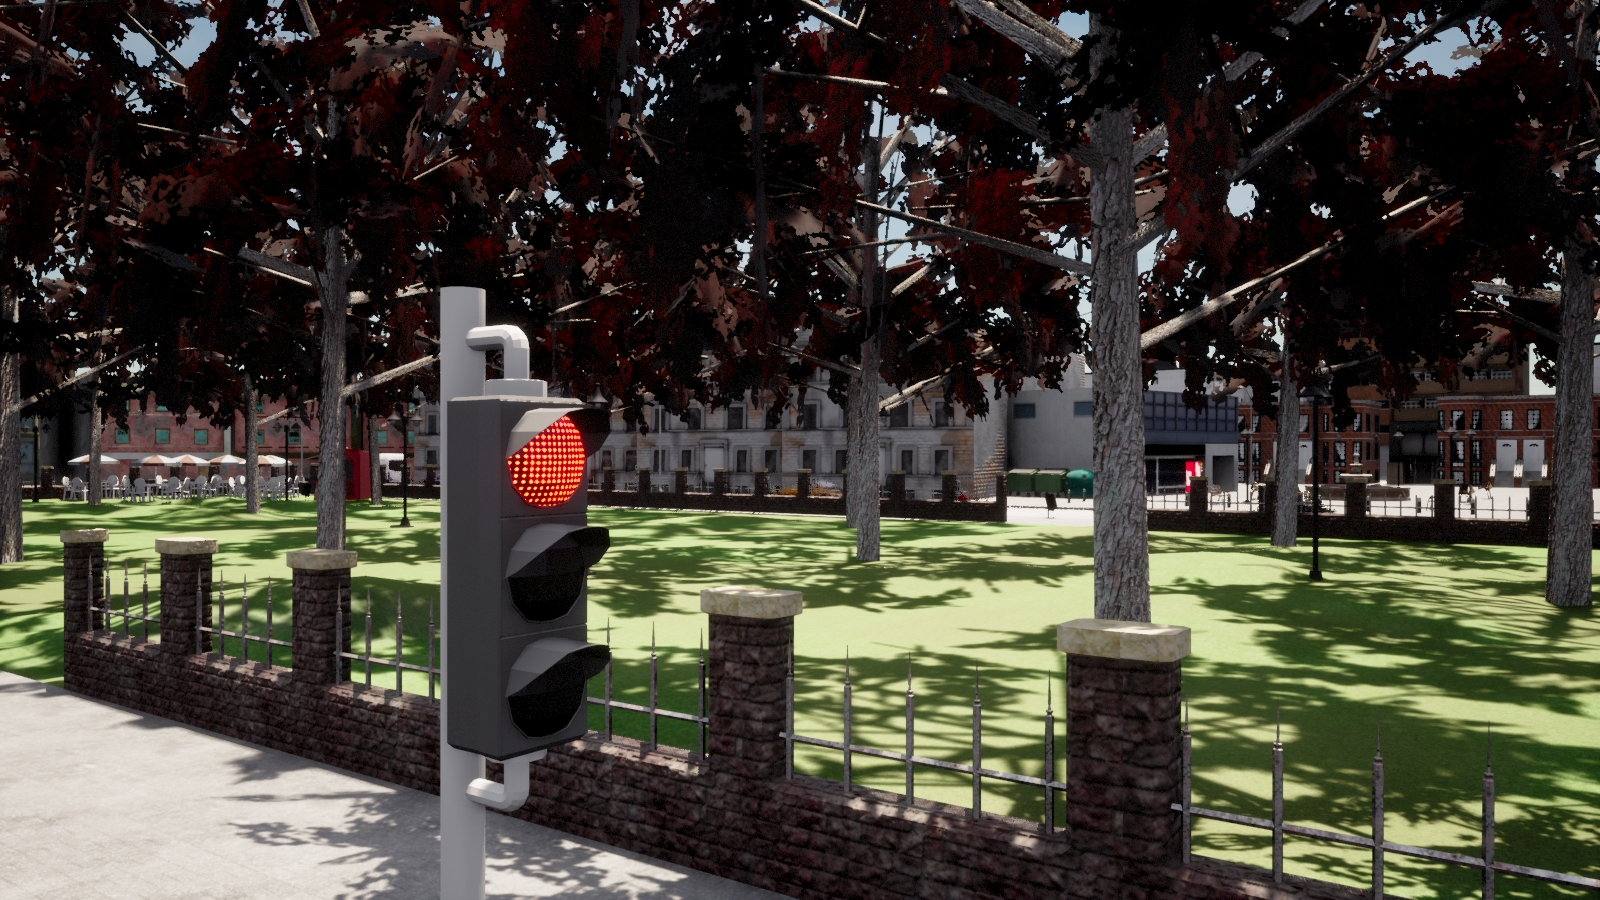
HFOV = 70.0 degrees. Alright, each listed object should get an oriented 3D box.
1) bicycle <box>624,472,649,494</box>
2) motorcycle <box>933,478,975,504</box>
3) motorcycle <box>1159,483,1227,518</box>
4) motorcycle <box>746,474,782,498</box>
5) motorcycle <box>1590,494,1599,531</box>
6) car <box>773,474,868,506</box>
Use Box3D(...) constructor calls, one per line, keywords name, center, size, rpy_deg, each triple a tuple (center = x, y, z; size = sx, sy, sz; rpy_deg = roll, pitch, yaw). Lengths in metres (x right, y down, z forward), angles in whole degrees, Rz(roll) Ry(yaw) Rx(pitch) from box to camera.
Box3D(name="bicycle", center=(-9.619, 1.936, 67.358), size=(1.643, 1.296, 0.373), rpy_deg=(-1, 0, 36))
Box3D(name="motorcycle", center=(7.416, 1.962, 54.960), size=(1.805, 1.236, 0.856), rpy_deg=(0, 0, 36))
Box3D(name="motorcycle", center=(15.249, 1.950, 44.340), size=(2.356, 1.277, 0.764), rpy_deg=(0, 0, 36))
Box3D(name="motorcycle", center=(-1.946, 1.962, 61.766), size=(1.805, 1.236, 0.856), rpy_deg=(0, 0, 36))
Box3D(name="motorcycle", center=(26.322, 1.993, 36.282), size=(2.033, 1.145, 0.803), rpy_deg=(0, 0, 36))
Box3D(name="car", center=(0.953, 1.898, 54.735), size=(4.181, 1.385, 1.994), rpy_deg=(0, 0, 36))
